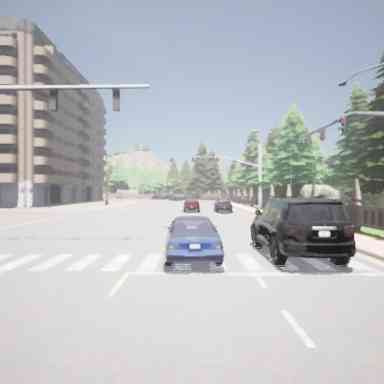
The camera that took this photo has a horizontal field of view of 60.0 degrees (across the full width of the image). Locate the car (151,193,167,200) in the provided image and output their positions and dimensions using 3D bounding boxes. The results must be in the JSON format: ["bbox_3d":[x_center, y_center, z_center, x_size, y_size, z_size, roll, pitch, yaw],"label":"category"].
[{"bbox_3d":[-9.050,1.170,88.606,2.097,1.767,4.553,0,0,-41],"label":"car"}]

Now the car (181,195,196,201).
[{"bbox_3d":[-0.952,1.488,82.148,1.812,1.442,4.674,0,0,-26],"label":"car"}]

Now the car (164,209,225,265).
[{"bbox_3d":[-0.019,1.542,11.673,2.033,1.411,5.357,0,0,-2],"label":"car"}]

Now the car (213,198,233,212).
[{"bbox_3d":[3.471,1.474,37.824,2.128,1.511,4.902,0,0,0],"label":"car"}]

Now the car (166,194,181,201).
[{"bbox_3d":[-3.886,1.489,80.149,1.812,1.442,4.674,0,0,-26],"label":"car"}]

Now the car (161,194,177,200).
[{"bbox_3d":[-6.289,1.310,90.754,1.837,1.490,4.892,0,0,-41],"label":"car"}]

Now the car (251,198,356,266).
[{"bbox_3d":[3.562,1.216,11.647,2.150,2.045,5.566,0,0,0],"label":"car"}]

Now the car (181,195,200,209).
[{"bbox_3d":[-0.034,1.460,39.374,1.882,1.535,5.008,0,0,0],"label":"car"}]
